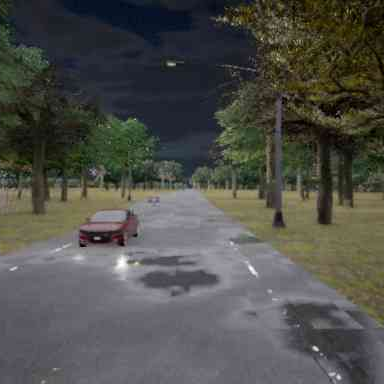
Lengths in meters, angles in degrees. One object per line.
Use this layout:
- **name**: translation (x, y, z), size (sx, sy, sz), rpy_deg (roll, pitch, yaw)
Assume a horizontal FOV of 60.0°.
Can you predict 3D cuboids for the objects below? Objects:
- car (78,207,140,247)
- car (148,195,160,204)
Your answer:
- **car**: translation (-3.607, 1.483, 15.167), size (1.882, 1.535, 5.008), rpy_deg (0, 0, 0)
- **car**: translation (-6.553, 1.220, 57.550), size (2.128, 1.511, 4.902), rpy_deg (0, 1, -4)
